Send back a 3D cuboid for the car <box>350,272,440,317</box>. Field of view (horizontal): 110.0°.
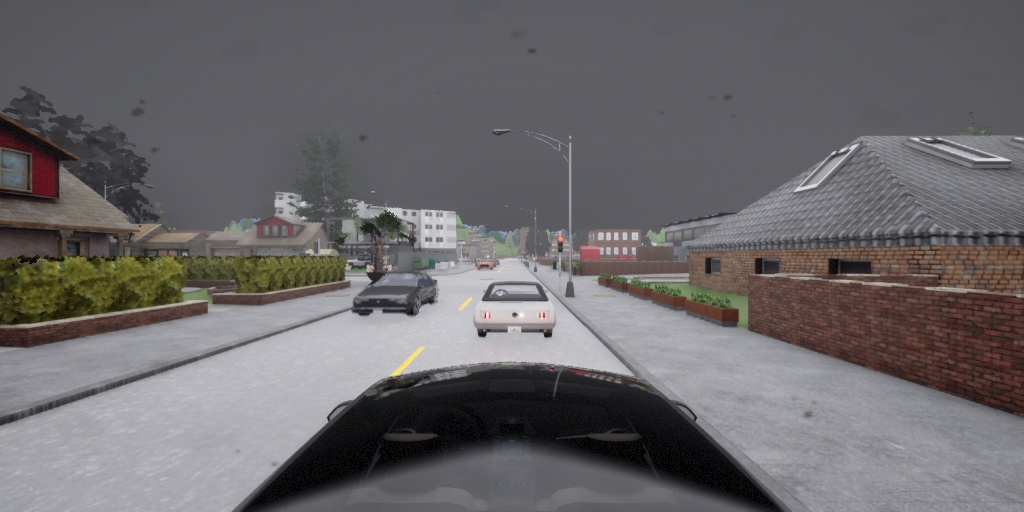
[{"bbox_3d":[-4.040,1.297,13.469,2.033,1.411,5.357,0,0,0],"label":"car"}]

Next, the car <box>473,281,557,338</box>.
[{"bbox_3d":[0.096,1.351,10.191,1.895,1.301,4.718,0,0,1],"label":"car"}]

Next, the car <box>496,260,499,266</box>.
[{"bbox_3d":[-3.746,1.255,62.509,1.837,1.490,4.892,0,0,1],"label":"car"}]

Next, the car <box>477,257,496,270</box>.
[{"bbox_3d":[-3.826,1.102,52.297,2.097,1.767,4.553,0,0,0],"label":"car"}]

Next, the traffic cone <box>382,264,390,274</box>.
[{"bbox_3d":[-15.526,1.561,44.141,0.344,0.586,0.344,0,0,0],"label":"traffic cone"}]

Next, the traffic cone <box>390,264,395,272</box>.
[{"bbox_3d":[-15.162,1.558,44.708,0.344,0.586,0.344,0,0,0],"label":"traffic cone"}]
